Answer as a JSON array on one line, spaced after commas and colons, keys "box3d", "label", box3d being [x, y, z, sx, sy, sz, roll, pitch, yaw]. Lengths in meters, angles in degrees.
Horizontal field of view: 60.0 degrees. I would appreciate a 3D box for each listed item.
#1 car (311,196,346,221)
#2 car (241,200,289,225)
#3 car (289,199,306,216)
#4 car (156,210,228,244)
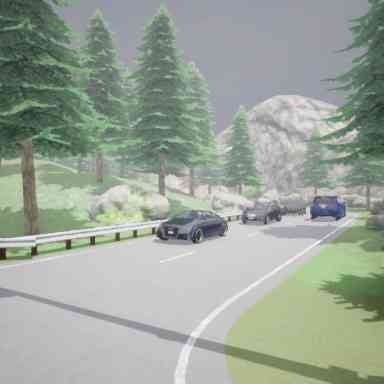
[{"box3d": [11.536, 1.359, 28.049, 2.150, 2.045, 5.566, 0, -1, 31], "label": "car"}, {"box3d": [5.264, 1.506, 24.620, 2.128, 1.511, 4.902, 0, 0, 31], "label": "car"}, {"box3d": [10.331, 1.524, 33.492, 1.837, 1.490, 4.892, 0, 0, 24], "label": "car"}, {"box3d": [0.113, 1.573, 16.112, 1.994, 1.385, 4.181, 0, 0, 31], "label": "car"}]
